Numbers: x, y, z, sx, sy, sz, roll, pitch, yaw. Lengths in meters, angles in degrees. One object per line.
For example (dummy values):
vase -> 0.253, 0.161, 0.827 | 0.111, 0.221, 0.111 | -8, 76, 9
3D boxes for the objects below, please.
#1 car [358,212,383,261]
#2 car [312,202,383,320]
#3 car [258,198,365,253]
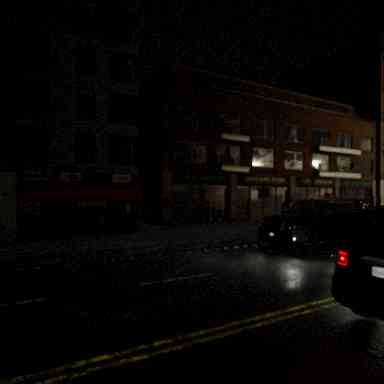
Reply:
car -> 8.540, 1.548, 12.380 | 5.008, 1.535, 1.882 | 0, 0, -31
car -> 5.022, 1.259, 6.181 | 5.566, 2.045, 2.150 | 0, 0, -31
car -> 5.432, 1.291, 14.291 | 5.566, 2.045, 2.150 | 0, 0, -31
